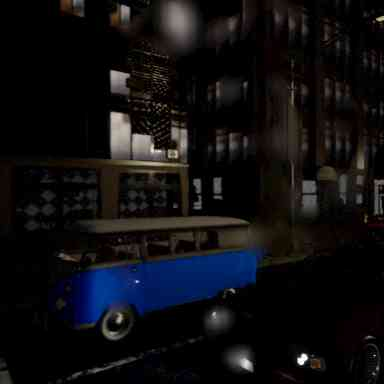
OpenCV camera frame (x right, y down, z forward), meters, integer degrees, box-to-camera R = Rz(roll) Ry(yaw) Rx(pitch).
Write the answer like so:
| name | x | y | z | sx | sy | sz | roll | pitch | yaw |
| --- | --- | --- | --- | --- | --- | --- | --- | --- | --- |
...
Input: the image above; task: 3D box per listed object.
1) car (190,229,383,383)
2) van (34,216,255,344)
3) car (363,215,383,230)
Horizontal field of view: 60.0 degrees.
| name | x | y | z | sx | sy | sz | roll | pitch | yaw |
| --- | --- | --- | --- | --- | --- | --- | --- | --- | --- |
| car | 2.786 | 1.596 | 5.339 | 5.357 | 1.411 | 2.033 | 1 | 0 | -35 |
| van | -0.598 | 1.368 | 6.152 | 3.998 | 1.788 | 1.690 | 1 | -1 | -35 |
| car | 8.412 | 1.444 | 12.582 | 5.009 | 1.841 | 2.192 | 1 | -1 | -35 |
